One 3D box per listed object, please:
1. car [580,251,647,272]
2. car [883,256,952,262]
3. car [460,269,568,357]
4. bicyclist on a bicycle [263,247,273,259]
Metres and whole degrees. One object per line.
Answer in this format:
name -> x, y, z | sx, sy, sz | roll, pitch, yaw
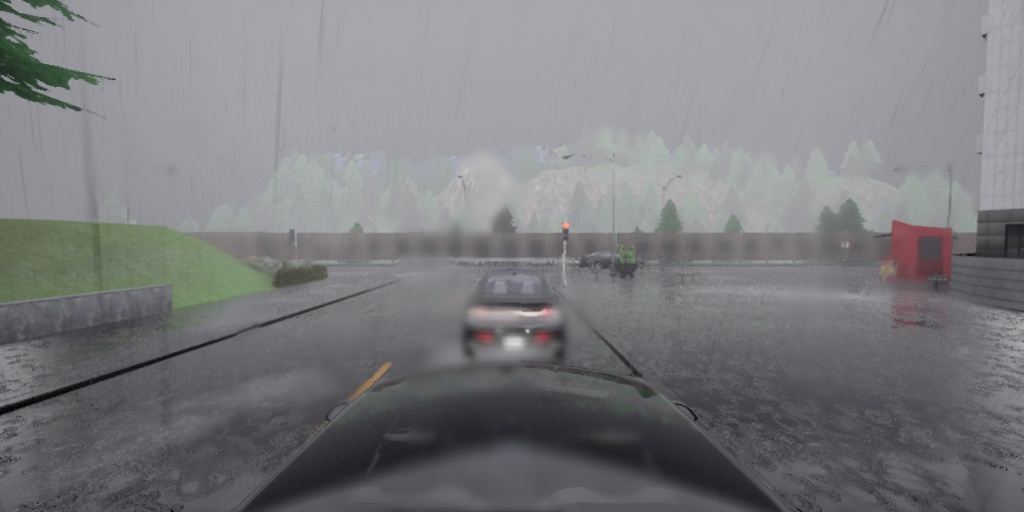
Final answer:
car -> 7.603, 0.363, 27.013 | 5.008, 1.535, 1.882 | 0, 1, -6
car -> 35.329, 0.221, 31.187 | 5.008, 1.535, 1.882 | 0, 2, 0
car -> 0.053, 1.029, 7.906 | 2.128, 1.511, 4.902 | 0, 2, 0
bicyclist on a bicycle -> -24.026, -0.052, 35.362 | 0.582, 1.620, 1.656 | 0, 2, 0
